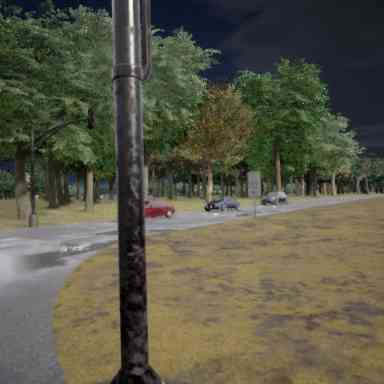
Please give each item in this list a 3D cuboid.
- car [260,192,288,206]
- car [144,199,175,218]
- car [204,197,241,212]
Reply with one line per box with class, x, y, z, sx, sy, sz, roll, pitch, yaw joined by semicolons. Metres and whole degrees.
car;10.315;0.753;41.714;2.097;1.767;4.553;-3;-1;38
car;-3.130;1.270;24.057;1.812;1.442;4.674;-3;-1;37
car;2.960;1.149;32.057;1.994;1.385;4.181;-3;-1;37
